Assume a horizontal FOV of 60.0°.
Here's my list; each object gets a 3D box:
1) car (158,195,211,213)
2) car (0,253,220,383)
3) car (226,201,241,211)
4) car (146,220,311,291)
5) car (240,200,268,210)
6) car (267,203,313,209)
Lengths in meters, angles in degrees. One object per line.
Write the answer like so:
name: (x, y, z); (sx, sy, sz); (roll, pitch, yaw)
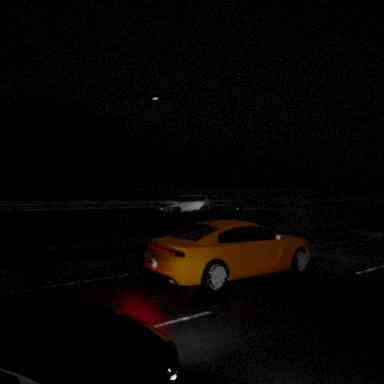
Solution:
car: (-0.659, 1.289, 33.610); (5.566, 2.045, 2.150); (0, 0, -35)
car: (-2.301, 1.503, 2.230); (4.892, 1.490, 1.837); (0, 0, -36)
car: (5.590, 1.588, 33.758); (4.892, 1.490, 1.837); (0, 0, -35)
car: (1.171, 1.500, 9.004); (5.008, 1.535, 1.882); (0, 0, -35)
car: (7.047, 1.683, 30.504); (4.718, 1.301, 1.895); (0, 0, -35)
car: (8.746, 1.682, 27.417); (4.718, 1.301, 1.895); (0, 0, -35)
